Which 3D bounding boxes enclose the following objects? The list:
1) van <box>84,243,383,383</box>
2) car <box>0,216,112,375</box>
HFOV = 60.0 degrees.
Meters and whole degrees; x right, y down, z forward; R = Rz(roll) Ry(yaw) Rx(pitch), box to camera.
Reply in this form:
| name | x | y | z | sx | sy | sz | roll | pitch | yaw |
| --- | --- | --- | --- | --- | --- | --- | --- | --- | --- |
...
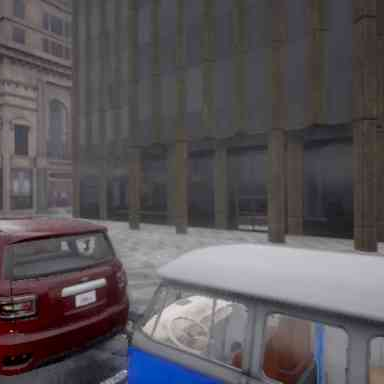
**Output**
| name | x | y | z | sx | sy | sz | roll | pitch | yaw |
| --- | --- | --- | --- | --- | --- | --- | --- | --- | --- |
| van | 1.322 | 1.341 | 2.027 | 3.998 | 1.788 | 1.690 | 0 | 0 | 35 |
| car | -3.176 | 1.312 | 5.235 | 5.009 | 1.841 | 2.192 | 0 | 0 | 35 |
